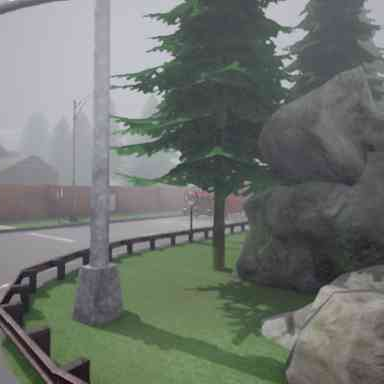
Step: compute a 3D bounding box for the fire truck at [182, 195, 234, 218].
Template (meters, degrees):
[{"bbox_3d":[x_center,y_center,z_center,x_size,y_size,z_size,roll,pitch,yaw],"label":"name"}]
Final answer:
[{"bbox_3d":[2.790,0.119,27.605,2.891,3.827,8.468,1,1,36],"label":"fire truck"}]
